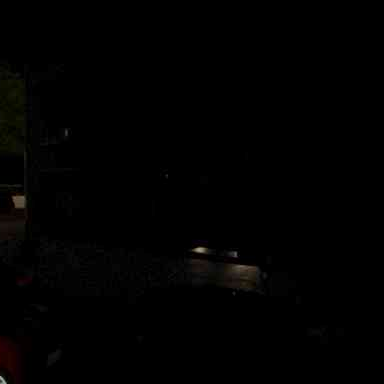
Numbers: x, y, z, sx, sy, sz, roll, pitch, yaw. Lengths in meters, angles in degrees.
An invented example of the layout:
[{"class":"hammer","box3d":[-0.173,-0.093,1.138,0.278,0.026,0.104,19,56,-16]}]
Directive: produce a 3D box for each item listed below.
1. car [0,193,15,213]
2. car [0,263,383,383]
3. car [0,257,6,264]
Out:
[{"class":"car","box3d":[-20.527,1.116,32.807,2.150,2.045,5.566,0,0,35]},{"class":"car","box3d":[-0.082,1.544,2.871,4.507,1.381,1.887,0,0,35]},{"class":"car","box3d":[-4.580,1.581,6.068,4.206,1.307,1.802,0,0,35]}]
